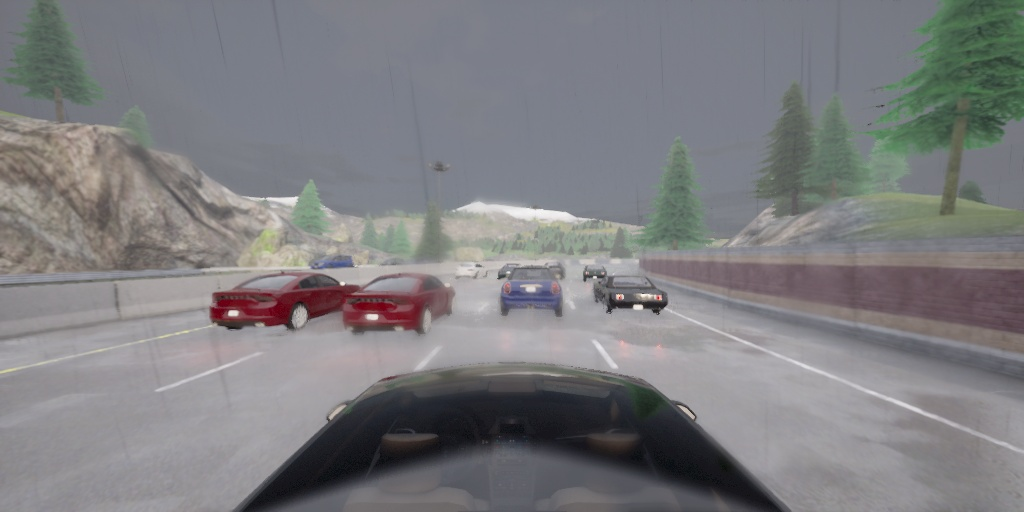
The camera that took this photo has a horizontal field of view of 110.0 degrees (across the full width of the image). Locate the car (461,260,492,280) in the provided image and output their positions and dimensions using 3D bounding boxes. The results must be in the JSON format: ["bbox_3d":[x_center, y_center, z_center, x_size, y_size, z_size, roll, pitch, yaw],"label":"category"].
[{"bbox_3d":[-3.488,1.286,31.311,1.812,1.442,4.674,0,0,12],"label":"car"}]

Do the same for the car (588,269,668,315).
[{"bbox_3d":[4.299,1.372,13.826,1.895,1.301,4.718,0,0,5],"label":"car"}]

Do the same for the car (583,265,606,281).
[{"bbox_3d":[7.044,1.393,30.445,1.895,1.301,4.718,0,0,13],"label":"car"}]

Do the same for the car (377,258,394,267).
[{"bbox_3d":[-16.689,1.087,49.978,2.097,1.767,4.553,0,0,18],"label":"car"}]

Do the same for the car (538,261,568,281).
[{"bbox_3d":[3.693,1.274,31.327,2.128,1.511,4.902,0,0,13],"label":"car"}]

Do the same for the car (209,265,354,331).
[{"bbox_3d":[-6.452,1.215,10.994,1.882,1.535,5.008,0,0,4],"label":"car"}]

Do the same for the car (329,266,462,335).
[{"bbox_3d":[-2.984,1.225,10.540,1.882,1.535,5.008,0,0,4],"label":"car"}]

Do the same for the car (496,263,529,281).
[{"bbox_3d":[0.133,1.336,31.414,1.994,1.385,4.181,0,0,13],"label":"car"}]

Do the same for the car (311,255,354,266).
[{"bbox_3d":[-22.076,0.935,44.345,2.150,2.045,5.566,0,0,16],"label":"car"}]

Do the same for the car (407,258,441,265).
[{"bbox_3d":[-10.744,1.240,45.644,2.128,1.511,4.902,0,0,17],"label":"car"}]

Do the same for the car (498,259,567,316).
[{"bbox_3d":[0.807,1.113,13.717,2.097,1.767,4.553,0,0,5],"label":"car"}]

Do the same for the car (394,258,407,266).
[{"bbox_3d":[-13.428,1.095,48.686,2.097,1.767,4.553,0,0,18],"label":"car"}]
